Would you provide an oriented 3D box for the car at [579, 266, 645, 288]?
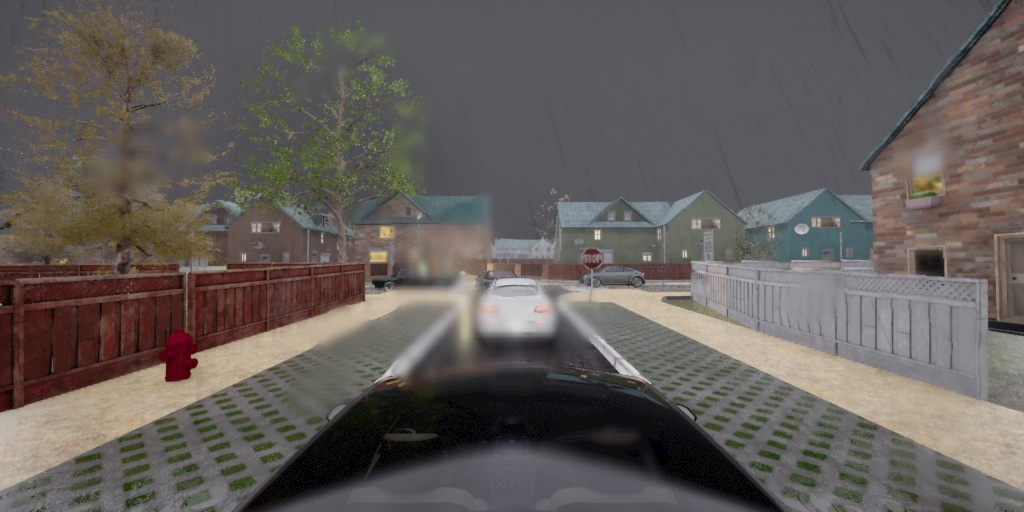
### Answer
[{"bbox_3d":[6.551,1.344,23.660,4.181,1.385,1.994,0,-1,1],"label":"car"}]

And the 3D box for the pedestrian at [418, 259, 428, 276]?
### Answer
[{"bbox_3d":[-6.687,1.119,26.762,0.375,1.860,0.375,0,-1,1],"label":"pedestrian"}]

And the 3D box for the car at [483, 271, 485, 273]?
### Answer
[{"bbox_3d":[-0.747,1.366,18.489,1.895,1.301,4.718,0,-1,-12],"label":"car"}]

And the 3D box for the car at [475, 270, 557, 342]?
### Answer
[{"bbox_3d":[0.107,1.280,9.670,1.812,1.442,4.674,0,0,0],"label":"car"}]

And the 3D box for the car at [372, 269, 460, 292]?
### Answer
[{"bbox_3d":[-5.472,1.416,20.876,4.718,1.301,1.895,-1,-1,1],"label":"car"}]
